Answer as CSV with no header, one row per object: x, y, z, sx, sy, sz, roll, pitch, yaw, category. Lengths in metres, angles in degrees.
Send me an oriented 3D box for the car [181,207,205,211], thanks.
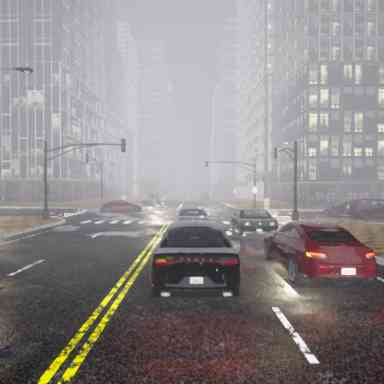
0.044,1.535,18.412,2.033,1.411,5.357,0,0,0,car

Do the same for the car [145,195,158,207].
-6.741,1.522,50.687,1.994,1.385,4.181,0,0,0,car

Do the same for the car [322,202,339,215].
16.195,1.633,35.002,4.674,1.442,1.812,1,1,1,car

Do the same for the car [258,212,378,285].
3.323,1.520,9.355,1.812,1.442,4.674,0,0,0,car

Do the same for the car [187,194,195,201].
-0.236,1.387,79.955,1.882,1.535,5.008,0,0,0,car

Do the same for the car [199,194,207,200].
2.983,1.257,90.381,2.128,1.511,4.902,0,0,0,car

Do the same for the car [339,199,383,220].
16.115,1.516,29.213,5.009,1.841,2.192,1,0,1,car

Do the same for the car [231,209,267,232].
3.296,1.589,18.474,1.895,1.301,4.718,0,0,0,car

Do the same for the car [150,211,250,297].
0.071,1.473,8.591,1.882,1.535,5.008,0,0,0,car

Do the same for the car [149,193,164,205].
-6.753,1.168,59.720,2.150,2.045,5.566,0,0,0,car

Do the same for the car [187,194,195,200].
-0.267,1.257,90.372,2.128,1.511,4.902,0,0,0,car

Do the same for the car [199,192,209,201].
3.015,1.134,79.993,2.150,2.045,5.566,0,0,0,car

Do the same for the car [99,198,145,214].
-7.263,1.486,33.816,4.181,1.385,1.994,0,1,-20,car

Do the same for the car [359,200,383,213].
21.699,1.638,37.516,4.829,1.417,1.752,1,0,1,car
